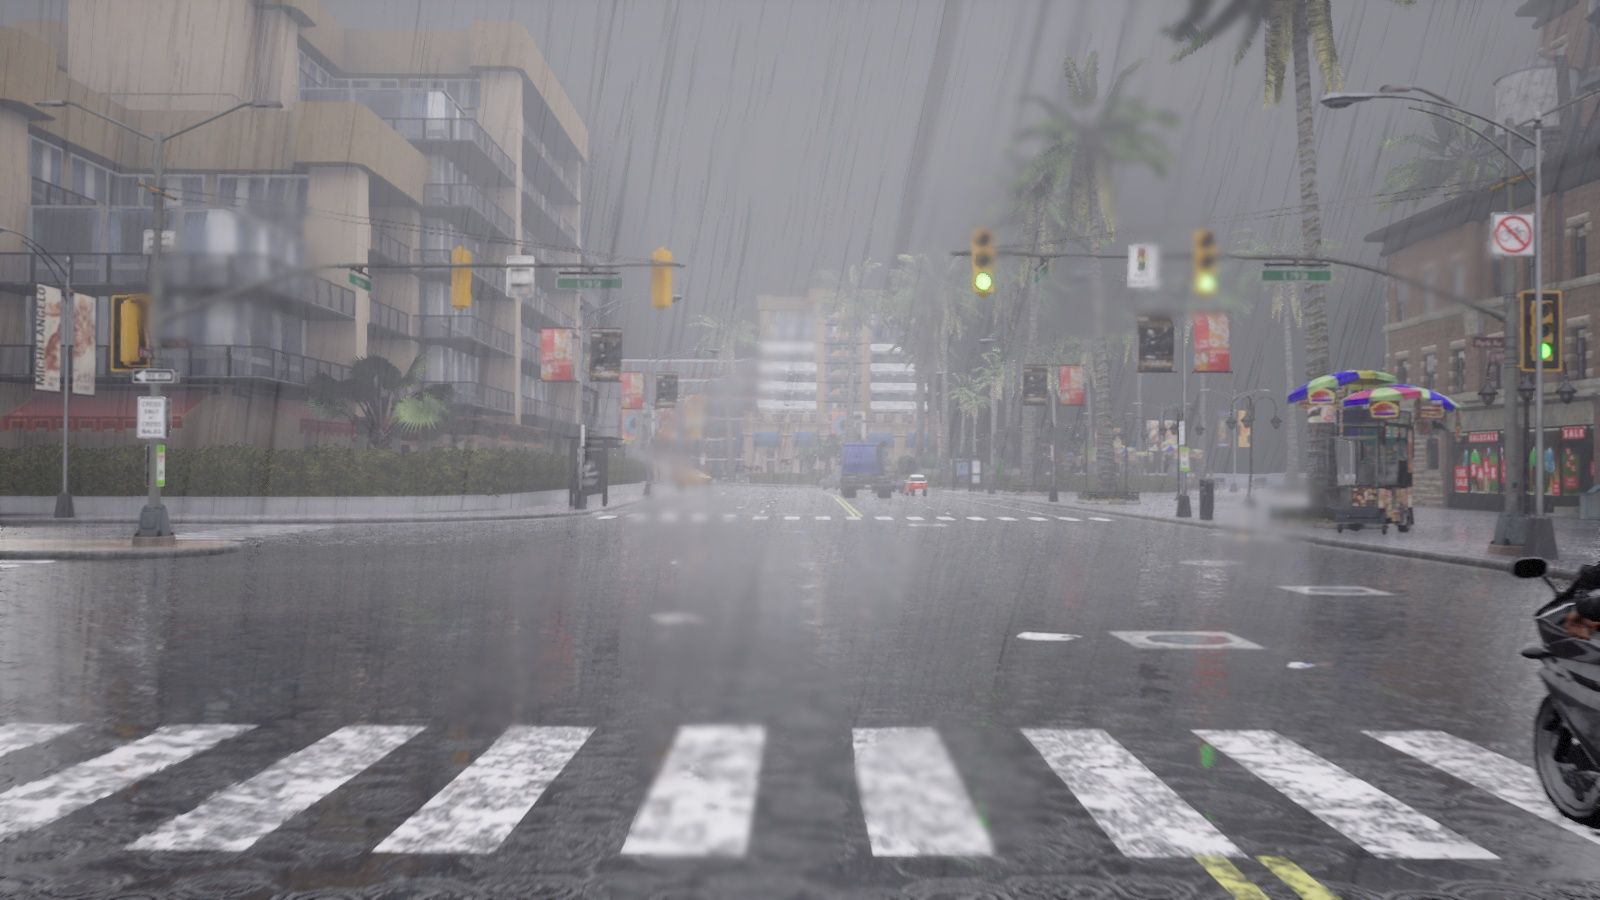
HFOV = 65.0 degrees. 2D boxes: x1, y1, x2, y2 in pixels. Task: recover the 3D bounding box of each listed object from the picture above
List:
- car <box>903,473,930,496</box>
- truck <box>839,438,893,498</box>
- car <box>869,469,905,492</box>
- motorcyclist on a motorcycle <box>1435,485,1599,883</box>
[{"bbox_3d":[7.411,2.175,79.818,1.481,1.376,2.207,0,-1,-1],"label":"car"},{"bbox_3d":[3.953,1.101,76.754,2.891,3.462,7.936,0,-1,0],"label":"truck"},{"bbox_3d":[6.332,2.226,91.921,1.851,1.617,3.988,0,-1,-9],"label":"car"},{"bbox_3d":[3.542,0.920,5.045,0.866,1.530,2.191,0,-1,0],"label":"motorcyclist on a motorcycle"}]
